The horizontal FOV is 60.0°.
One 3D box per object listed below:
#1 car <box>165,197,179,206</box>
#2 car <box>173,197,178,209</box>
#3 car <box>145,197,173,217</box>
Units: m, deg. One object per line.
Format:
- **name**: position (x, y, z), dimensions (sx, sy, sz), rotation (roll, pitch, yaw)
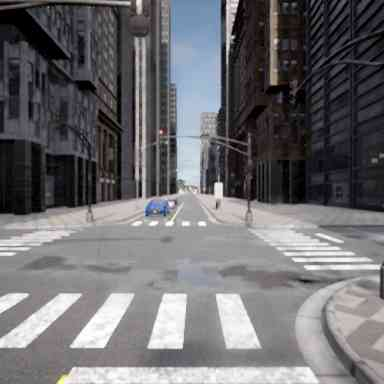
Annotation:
- **car**: position (-3.189, 1.500, 53.419), dimensions (1.895, 1.301, 4.718), rotation (0, 0, 0)
- **car**: position (-3.176, 1.520, 41.670), dimensions (1.895, 1.301, 4.718), rotation (0, 0, 0)
- **car**: position (-3.160, 1.415, 31.138), dimensions (1.882, 1.535, 5.008), rotation (0, 0, 1)
